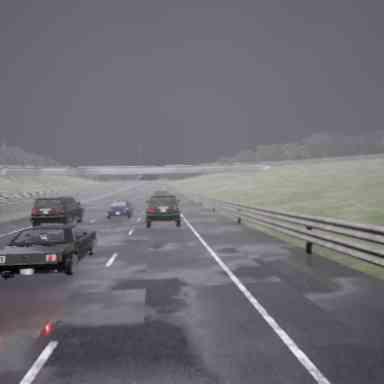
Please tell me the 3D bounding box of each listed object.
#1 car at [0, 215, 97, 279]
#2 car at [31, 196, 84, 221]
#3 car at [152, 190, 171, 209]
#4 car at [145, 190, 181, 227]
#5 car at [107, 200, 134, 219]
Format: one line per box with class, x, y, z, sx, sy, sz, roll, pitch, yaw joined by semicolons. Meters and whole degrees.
car;-4.292;1.680;10.455;1.895;1.301;4.718;-1;0;-5
car;-8.971;1.283;22.538;2.150;2.045;5.566;-1;1;-5
car;-3.717;0.809;40.594;2.150;2.045;5.566;-1;1;-5
car;-1.941;1.133;22.450;2.150;2.045;5.566;-1;1;-5
car;-6.007;1.432;28.199;1.812;1.442;4.674;-1;1;-5
